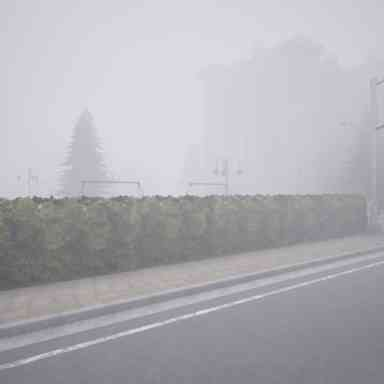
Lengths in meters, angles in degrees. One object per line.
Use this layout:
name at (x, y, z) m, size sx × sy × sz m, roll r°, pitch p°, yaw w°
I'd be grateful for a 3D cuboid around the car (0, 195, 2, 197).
car at (-40.232, 1.374, 67.297) m, size 3.633 × 1.501 × 1.845 m, roll 0°, pitch 0°, yaw -37°
